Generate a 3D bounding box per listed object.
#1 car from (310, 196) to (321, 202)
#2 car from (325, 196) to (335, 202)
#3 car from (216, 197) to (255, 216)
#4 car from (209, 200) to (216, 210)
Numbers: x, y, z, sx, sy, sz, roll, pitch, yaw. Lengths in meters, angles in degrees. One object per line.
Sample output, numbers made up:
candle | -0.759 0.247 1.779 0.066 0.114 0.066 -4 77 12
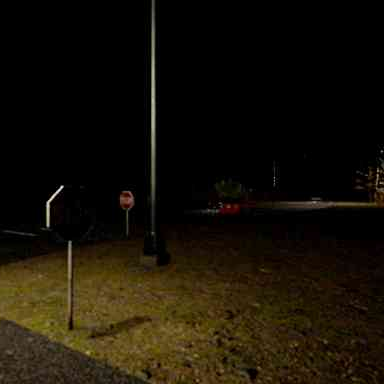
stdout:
car | 32.860 1.849 88.599 1.895 1.301 4.718 0 0 34
car | 36.428 1.738 87.609 1.882 1.535 5.008 0 0 34
car | 4.729 1.482 33.945 2.097 1.767 4.553 0 0 34
car | 4.149 1.495 45.686 2.097 1.767 4.553 0 0 34
